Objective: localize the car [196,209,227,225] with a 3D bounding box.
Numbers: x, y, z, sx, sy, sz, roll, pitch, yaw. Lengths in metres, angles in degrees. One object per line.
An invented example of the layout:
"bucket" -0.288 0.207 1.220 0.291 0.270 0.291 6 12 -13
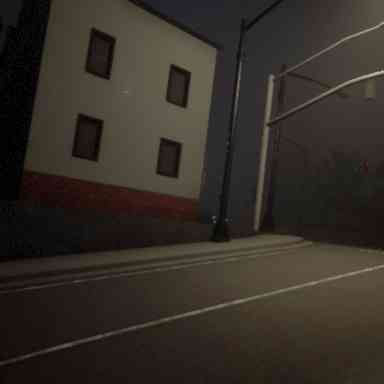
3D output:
"car" 1.795 2.695 35.580 2.097 1.767 4.553 10 -6 -35
